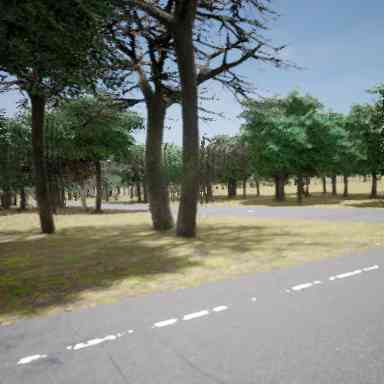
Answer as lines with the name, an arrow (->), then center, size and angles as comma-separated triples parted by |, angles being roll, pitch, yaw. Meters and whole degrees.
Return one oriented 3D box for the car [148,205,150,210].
car -> -7.632, 3.035, 71.133 | 1.882, 1.535, 5.008 | -4, 1, -31
